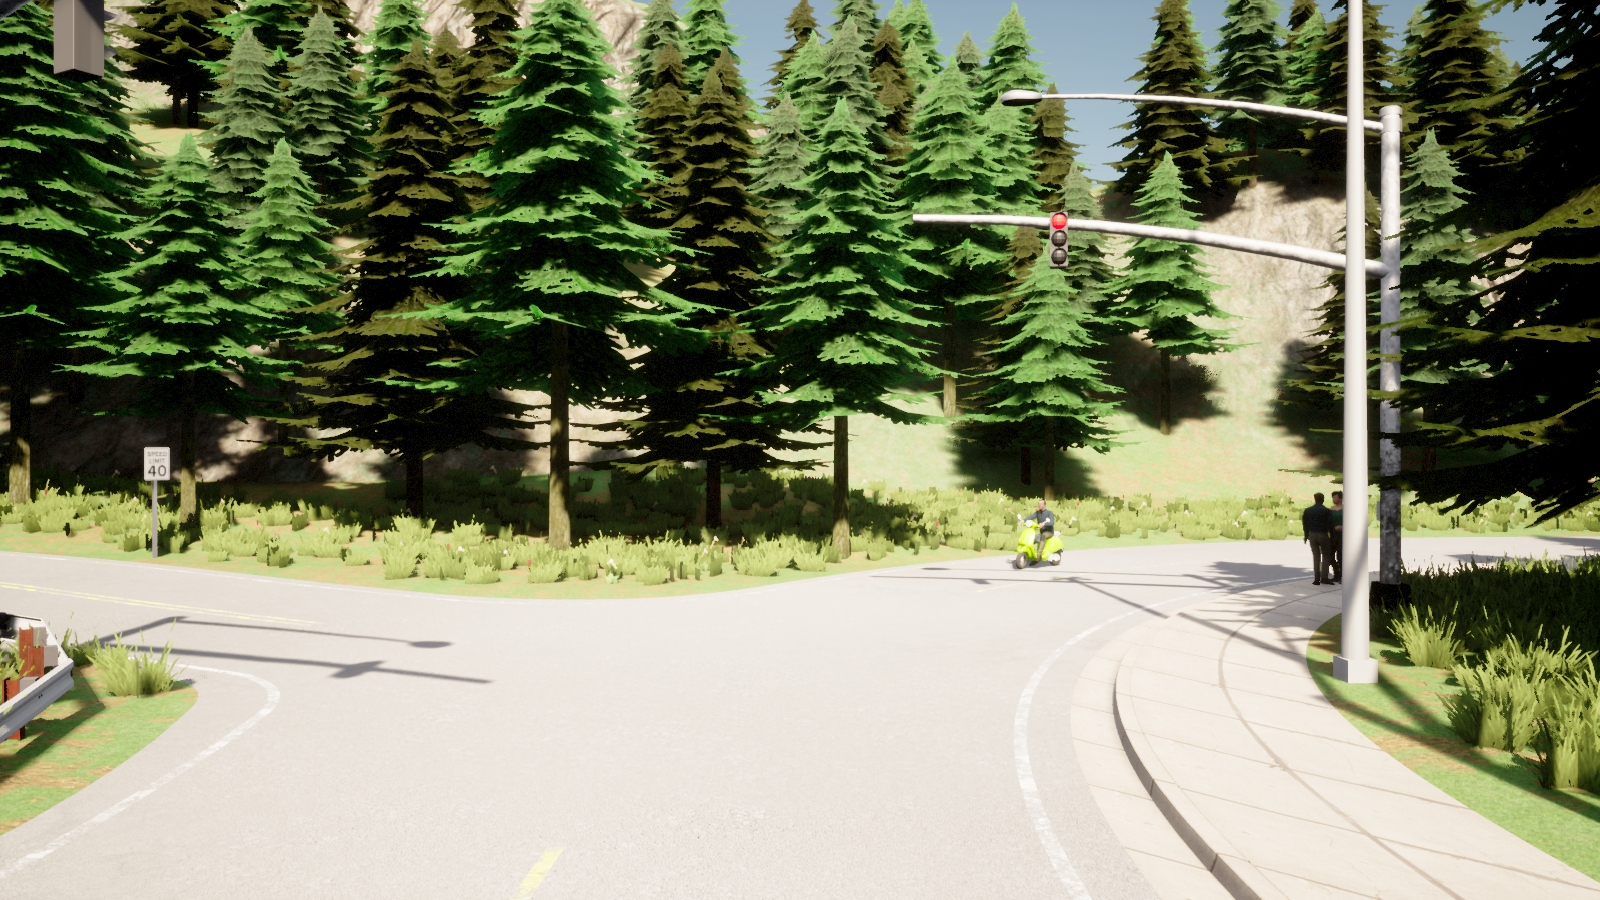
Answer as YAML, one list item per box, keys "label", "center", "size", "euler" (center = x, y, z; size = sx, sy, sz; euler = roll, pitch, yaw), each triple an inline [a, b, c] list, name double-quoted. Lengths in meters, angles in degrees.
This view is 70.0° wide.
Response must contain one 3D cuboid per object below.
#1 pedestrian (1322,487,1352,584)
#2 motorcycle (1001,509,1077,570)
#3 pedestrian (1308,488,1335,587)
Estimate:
- label: "pedestrian"
  center: [10.518, 1.668, 22.385]
  size: [0.375, 1.860, 0.375]
  euler: [0, 0, -21]
- label: "motorcycle"
  center: [5.702, 2.113, 27.217]
  size: [1.805, 1.316, 0.856]
  euler: [0, 0, -41]
- label: "pedestrian"
  center: [10.050, 1.668, 22.005]
  size: [0.375, 1.860, 0.375]
  euler: [0, 0, 43]
